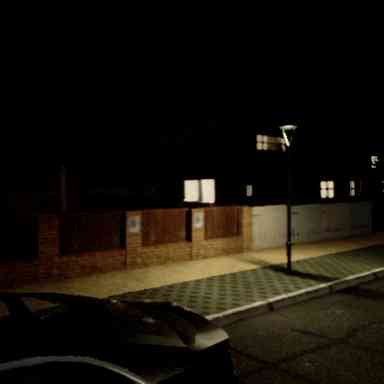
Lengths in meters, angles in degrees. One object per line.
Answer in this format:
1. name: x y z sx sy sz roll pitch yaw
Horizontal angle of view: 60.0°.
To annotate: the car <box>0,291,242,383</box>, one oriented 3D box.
1. car: -1.871 1.493 1.736 4.902 1.511 2.128 0 0 -35
